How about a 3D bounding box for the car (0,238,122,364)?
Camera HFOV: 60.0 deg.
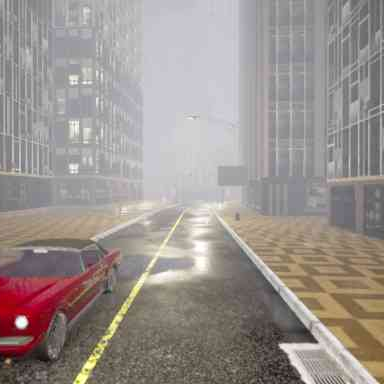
[{"bbox_3d":[-2.679,1.600,6.014,1.895,1.301,4.718,0,0,1],"label":"car"}]
